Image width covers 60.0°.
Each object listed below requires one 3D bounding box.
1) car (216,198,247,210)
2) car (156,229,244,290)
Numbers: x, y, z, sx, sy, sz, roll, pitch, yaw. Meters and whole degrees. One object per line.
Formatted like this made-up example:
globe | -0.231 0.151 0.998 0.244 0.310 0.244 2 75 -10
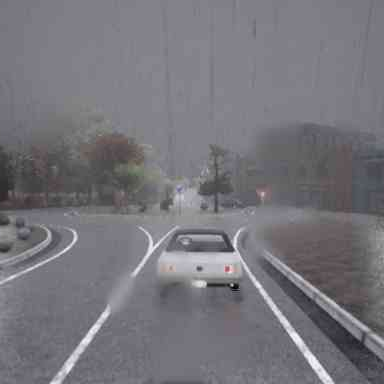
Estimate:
car | 5.541 1.702 47.328 1.837 1.490 4.892 1 -2 -43
car | 0.233 1.667 9.244 1.895 1.301 4.718 0 0 2
